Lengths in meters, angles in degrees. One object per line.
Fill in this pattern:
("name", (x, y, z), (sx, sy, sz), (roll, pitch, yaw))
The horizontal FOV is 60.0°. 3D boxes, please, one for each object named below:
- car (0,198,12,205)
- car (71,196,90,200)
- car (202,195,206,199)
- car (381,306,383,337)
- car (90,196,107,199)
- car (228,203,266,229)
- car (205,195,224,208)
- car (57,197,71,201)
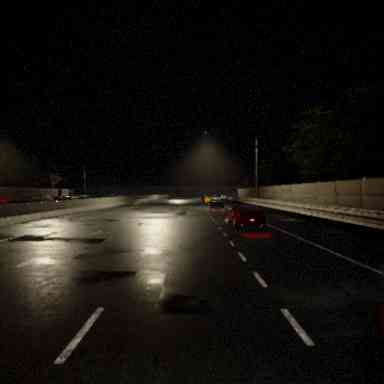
("car", (-28.058, 1.541, 48.365), (1.812, 1.442, 4.674), (0, 0, 1))
("car", (-20.986, 1.548, 64.492), (2.128, 1.511, 4.902), (0, 0, 0))
("car", (3.524, 1.523, 66.826), (1.882, 1.535, 5.008), (0, 0, 0))
("car", (3.498, 1.478, 2.515), (1.882, 1.535, 5.008), (0, 0, 0))
("car", (-17.485, 1.576, 64.539), (2.033, 1.411, 5.357), (0, 0, 0))
("car", (3.491, 1.479, 21.755), (1.882, 1.535, 5.008), (0, 0, 0))
("car", (3.487, 1.506, 48.132), (2.128, 1.511, 4.902), (0, 0, 0))
("car", (-24.483, 1.582, 64.365), (1.994, 1.385, 4.181), (0, 0, 0))
